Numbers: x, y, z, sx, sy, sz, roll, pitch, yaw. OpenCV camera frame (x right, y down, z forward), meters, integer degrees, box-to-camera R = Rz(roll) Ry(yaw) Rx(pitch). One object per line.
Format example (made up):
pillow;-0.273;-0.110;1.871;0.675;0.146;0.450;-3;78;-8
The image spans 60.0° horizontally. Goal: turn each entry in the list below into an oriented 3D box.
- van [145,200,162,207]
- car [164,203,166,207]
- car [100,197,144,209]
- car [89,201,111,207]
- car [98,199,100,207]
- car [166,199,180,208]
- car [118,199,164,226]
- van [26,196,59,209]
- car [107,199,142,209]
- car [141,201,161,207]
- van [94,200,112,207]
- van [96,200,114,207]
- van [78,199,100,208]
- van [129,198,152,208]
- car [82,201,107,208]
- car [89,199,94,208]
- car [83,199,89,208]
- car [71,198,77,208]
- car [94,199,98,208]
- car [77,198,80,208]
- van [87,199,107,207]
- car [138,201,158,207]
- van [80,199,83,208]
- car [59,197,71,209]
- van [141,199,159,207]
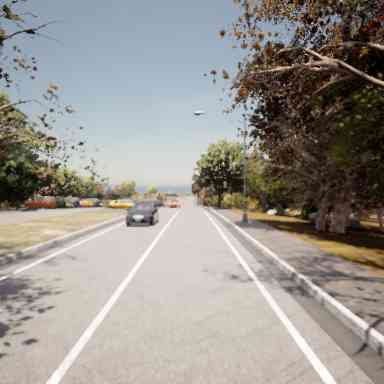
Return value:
van;-10.360;3.147;90.446;4.442;1.987;1.878;0;-3;0
car;-10.502;2.976;87.675;5.566;2.045;2.435;0;-3;0
car;-10.238;1.842;48.855;5.366;1.575;1.946;0;-2;0
car;-23.555;3.125;85.047;5.008;1.535;2.097;0;-2;0
car;-23.530;2.723;73.974;4.892;1.521;2.231;0;-2;0
car;-3.384;2.223;64.397;2.097;1.767;4.553;0;-2;0
car;-3.389;1.483;23.295;2.128;1.511;4.902;0;0;0
van;-23.625;1.708;51.716;4.442;1.987;1.878;0;-2;0
car;-10.433;1.924;51.623;4.892;1.521;2.231;0;-2;0
car;-10.499;3.141;84.913;4.792;1.488;2.163;0;-3;0
van;-23.437;3.011;87.674;4.442;1.987;1.878;0;-3;0
van;-23.673;3.163;90.573;4.442;1.987;1.878;0;-3;0
van;-23.656;2.597;76.750;4.442;1.987;1.878;0;-2;0
van;-10.565;2.279;68.269;4.442;1.987;1.878;0;-2;0
car;-23.358;2.920;79.512;5.366;1.575;1.946;0;-2;0
car;-23.523;2.515;68.312;5.008;1.535;2.097;0;-2;0
car;-23.494;2.293;65.673;4.553;1.767;2.185;0;-2;0
car;-23.329;2.114;57.366;5.366;1.575;1.946;0;-2;0
car;-23.527;2.620;71.206;5.008;1.535;2.097;0;-2;0
car;-23.511;2.217;60.131;4.892;1.521;2.231;0;-2;0
van;-23.429;2.799;82.287;4.442;1.987;1.878;0;-2;0
car;-10.465;2.949;79.358;4.674;1.452;2.002;0;-2;0
van;-23.638;2.092;62.908;4.442;1.987;1.878;0;-2;0
car;-23.539;1.771;54.607;5.566;2.045;2.435;0;-2;0
van;-10.350;2.785;82.142;4.442;1.987;1.878;0;-2;0
